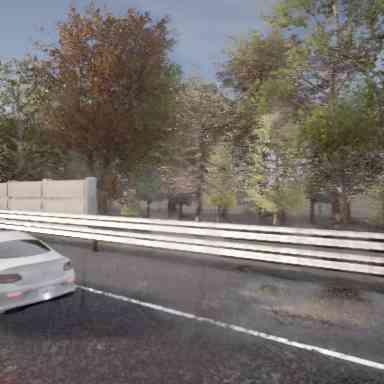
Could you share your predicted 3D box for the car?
[{"bbox_3d":[-4.356,1.529,6.995,4.674,1.442,1.812,0,0,35],"label":"car"}]
